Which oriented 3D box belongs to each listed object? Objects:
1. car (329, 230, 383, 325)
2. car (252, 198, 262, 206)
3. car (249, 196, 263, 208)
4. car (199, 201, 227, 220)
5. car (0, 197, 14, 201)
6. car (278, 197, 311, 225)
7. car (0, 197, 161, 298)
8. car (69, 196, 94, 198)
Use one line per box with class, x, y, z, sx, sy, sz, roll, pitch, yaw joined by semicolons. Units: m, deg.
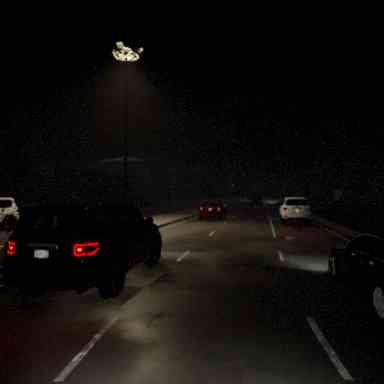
car;4.372;1.571;7.068;1.837;1.490;4.892;0;0;8
car;14.138;2.100;72.015;2.128;1.511;4.902;0;0;12
car;10.919;1.674;56.859;2.150;2.045;5.566;0;0;12
car;2.033;1.591;31.355;2.097;1.767;4.553;0;0;12
car;-12.551;1.329;19.179;2.150;2.045;5.566;0;0;13
car;8.233;1.445;26.876;2.150;2.045;5.566;0;0;12
car;-2.431;1.282;8.932;2.150;2.045;5.566;0;0;9
car;-12.370;1.443;36.263;2.150;2.045;5.566;0;-1;12
